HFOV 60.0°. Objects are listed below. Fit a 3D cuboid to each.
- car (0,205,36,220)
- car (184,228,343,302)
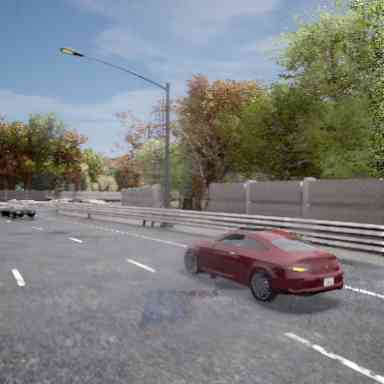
[{"bbox_3d":[-16.504,1.853,31.296,4.718,1.301,1.895,0,-1,44],"label":"car"},{"bbox_3d":[1.567,1.667,8.699,1.812,1.442,4.674,1,-1,-31],"label":"car"}]
